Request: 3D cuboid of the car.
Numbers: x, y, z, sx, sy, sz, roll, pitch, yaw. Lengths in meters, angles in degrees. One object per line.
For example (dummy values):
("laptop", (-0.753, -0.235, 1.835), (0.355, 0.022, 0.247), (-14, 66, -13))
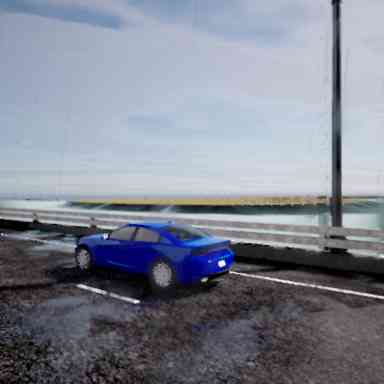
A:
("car", (-1.271, 1.541, 9.357), (5.008, 1.535, 1.882), (0, 0, 37))
